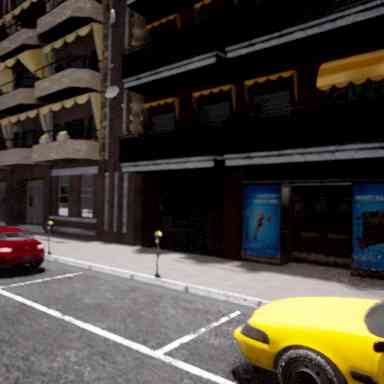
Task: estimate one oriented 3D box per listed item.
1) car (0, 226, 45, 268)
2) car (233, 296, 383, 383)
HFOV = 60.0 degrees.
[{"bbox_3d":[-6.469,1.780,10.969,4.206,1.307,1.802,0,-2,37],"label":"car"},{"bbox_3d":[3.015,1.626,3.278,5.366,1.575,1.801,0,-2,37],"label":"car"}]
